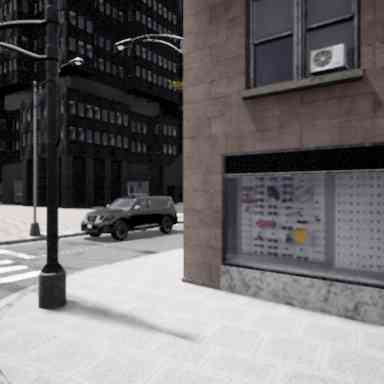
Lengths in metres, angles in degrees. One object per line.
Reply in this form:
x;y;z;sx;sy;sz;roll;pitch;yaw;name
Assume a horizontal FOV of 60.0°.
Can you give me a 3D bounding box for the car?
-3.071;1.247;17.602;2.150;2.045;5.566;0;0;37;car
